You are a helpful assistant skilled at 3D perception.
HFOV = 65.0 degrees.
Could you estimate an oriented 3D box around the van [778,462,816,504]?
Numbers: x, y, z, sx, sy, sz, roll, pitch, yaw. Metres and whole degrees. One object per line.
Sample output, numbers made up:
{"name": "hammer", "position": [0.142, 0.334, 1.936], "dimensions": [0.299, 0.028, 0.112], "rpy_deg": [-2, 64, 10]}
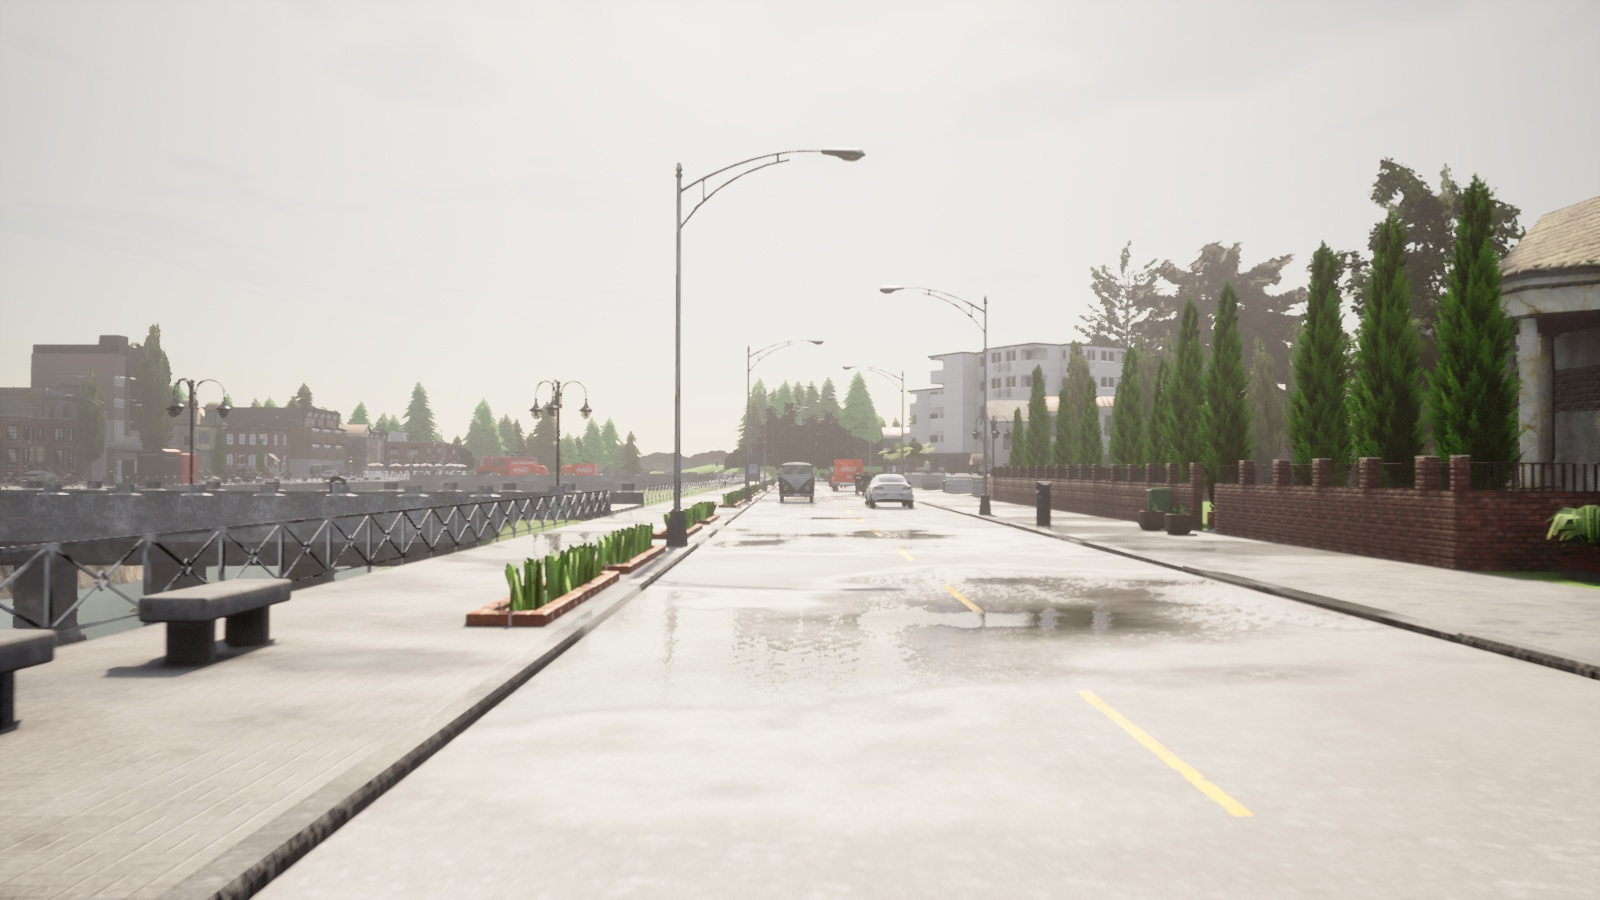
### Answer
{"name": "van", "position": [-0.147, 1.607, 62.094], "dimensions": [1.775, 1.987, 4.442], "rpy_deg": [0, -1, 0]}

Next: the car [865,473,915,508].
{"name": "car", "position": [3.872, 1.739, 54.604], "dimensions": [1.812, 1.442, 4.674], "rpy_deg": [0, -1, 0]}
